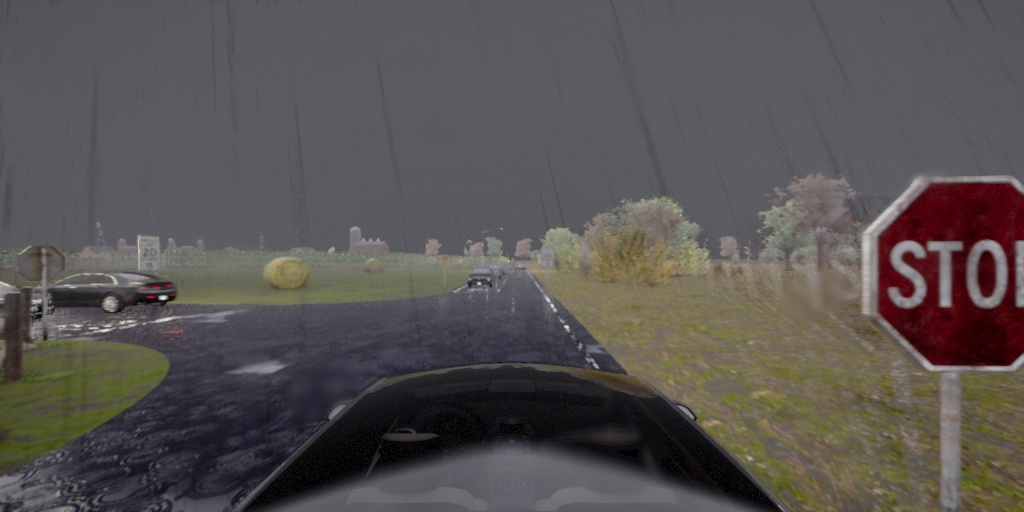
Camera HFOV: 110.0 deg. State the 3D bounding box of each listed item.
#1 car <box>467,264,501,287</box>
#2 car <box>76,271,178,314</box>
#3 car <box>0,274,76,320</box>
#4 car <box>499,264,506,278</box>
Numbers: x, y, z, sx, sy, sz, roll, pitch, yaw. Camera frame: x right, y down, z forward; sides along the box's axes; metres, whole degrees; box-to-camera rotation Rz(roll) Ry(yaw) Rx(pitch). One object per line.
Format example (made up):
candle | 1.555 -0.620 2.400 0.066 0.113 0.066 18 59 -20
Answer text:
car | -2.237 1.590 27.804 2.033 1.411 5.357 0 -1 2
car | -15.751 1.343 13.782 4.892 1.490 1.837 0 0 1
car | -17.004 1.328 10.844 4.902 1.511 2.128 0 0 1
car | -1.998 1.648 38.063 2.128 1.511 4.902 0 -1 1
